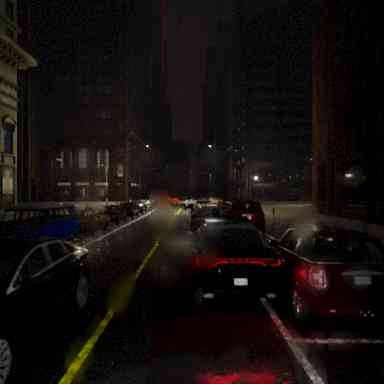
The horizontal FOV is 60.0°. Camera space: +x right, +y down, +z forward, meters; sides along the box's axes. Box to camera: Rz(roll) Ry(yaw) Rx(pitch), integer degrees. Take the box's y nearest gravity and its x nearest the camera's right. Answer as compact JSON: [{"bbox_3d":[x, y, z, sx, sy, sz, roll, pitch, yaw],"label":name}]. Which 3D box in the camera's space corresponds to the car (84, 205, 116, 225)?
[{"bbox_3d":[-5.793,1.554,18.374,1.752,1.417,4.829,0,0,0],"label":"car"}]

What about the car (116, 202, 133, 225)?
[{"bbox_3d":[-5.801,1.621,24.181,1.802,1.307,4.206,0,0,0],"label":"car"}]

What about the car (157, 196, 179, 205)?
[{"bbox_3d":[-4.528,1.484,60.081,4.553,1.767,2.097,0,0,38],"label":"car"}]

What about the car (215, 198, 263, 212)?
[{"bbox_3d":[2.731,1.344,18.560,2.192,1.841,5.009,0,0,0],"label":"car"}]

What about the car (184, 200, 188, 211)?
[{"bbox_3d":[-0.062,1.680,42.943,1.895,1.301,4.718,0,0,0],"label":"car"}]

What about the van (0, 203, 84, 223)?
[{"bbox_3d":[-5.786,1.360,12.908,1.690,1.788,3.998,0,0,0],"label":"van"}]

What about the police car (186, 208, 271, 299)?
[{"bbox_3d":[0.887,1.438,8.650,1.930,1.638,5.238,0,0,0],"label":"police car"}]

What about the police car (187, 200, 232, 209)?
[{"bbox_3d":[0.841,1.454,18.650,1.930,1.638,5.238,0,0,0],"label":"police car"}]

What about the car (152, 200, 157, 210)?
[{"bbox_3d":[-5.826,1.625,41.091,2.008,1.369,4.403,0,0,0],"label":"car"}]

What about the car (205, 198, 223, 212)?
[{"bbox_3d":[2.699,1.515,41.105,1.967,1.590,4.097,0,0,0],"label":"car"}]

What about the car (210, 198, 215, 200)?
[{"bbox_3d":[2.723,1.354,24.197,2.192,1.841,5.009,0,0,0],"label":"car"}]

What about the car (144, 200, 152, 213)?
[{"bbox_3d":[-5.818,1.628,35.454,1.947,1.339,4.313,0,0,0],"label":"car"}]

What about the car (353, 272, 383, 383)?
[{"bbox_3d":[2.757,1.584,1.652,1.802,1.307,4.206,0,0,0],"label":"car"}]

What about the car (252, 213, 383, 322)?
[{"bbox_3d":[2.748,1.450,7.289,1.967,1.590,4.097,0,0,0],"label":"car"}]

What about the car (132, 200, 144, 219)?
[{"bbox_3d":[-5.809,1.616,29.818,1.947,1.339,4.313,0,0,0],"label":"car"}]

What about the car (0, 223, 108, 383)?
[{"bbox_3d":[-3.008,1.498,5.042,2.128,1.511,4.902,0,0,0],"label":"car"}]
